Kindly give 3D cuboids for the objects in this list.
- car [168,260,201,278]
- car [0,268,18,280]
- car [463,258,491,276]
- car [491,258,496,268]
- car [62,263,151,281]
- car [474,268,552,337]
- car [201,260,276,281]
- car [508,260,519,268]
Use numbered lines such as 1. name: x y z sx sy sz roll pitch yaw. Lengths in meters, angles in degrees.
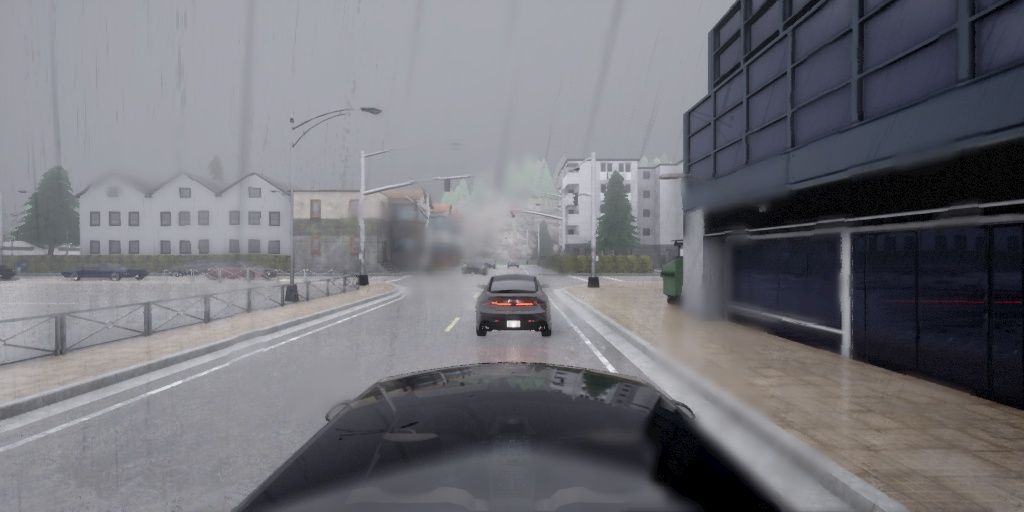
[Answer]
1. car: -26.092 1.065 30.213 4.902 1.511 2.128 0 0 0
2. car: -40.133 1.174 26.626 4.718 1.301 1.895 0 0 1
3. car: -3.545 1.061 35.516 2.097 1.767 4.553 0 -1 0
4. car: -3.516 1.101 53.693 2.097 1.767 4.553 0 0 0
5. car: -29.911 1.174 26.546 4.718 1.301 1.895 0 0 0
6. car: 0.067 1.255 10.344 1.837 1.490 4.892 0 0 1
7. car: -19.891 1.138 26.500 4.181 1.385 1.994 0 0 0
8. car: 0.181 1.351 60.994 1.895 1.301 4.718 0 0 -1
